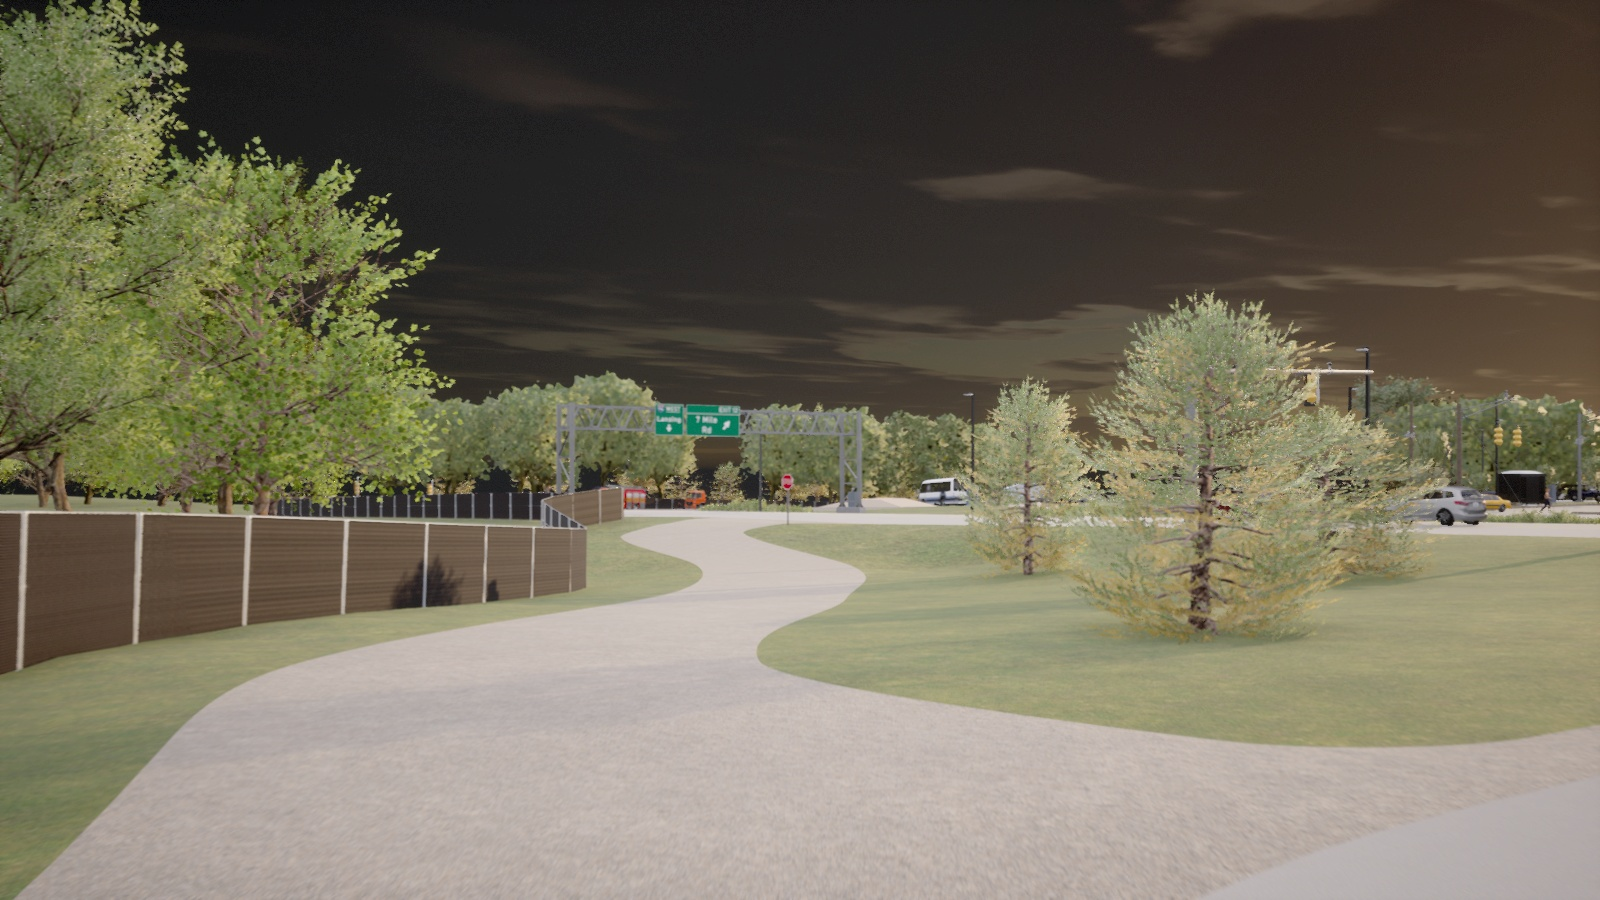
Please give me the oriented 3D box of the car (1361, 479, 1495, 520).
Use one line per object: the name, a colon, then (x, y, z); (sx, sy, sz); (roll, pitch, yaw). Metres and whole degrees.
car: (26.957, 2.117, 54.078); (2.242, 1.667, 4.611); (0, -2, -32)
